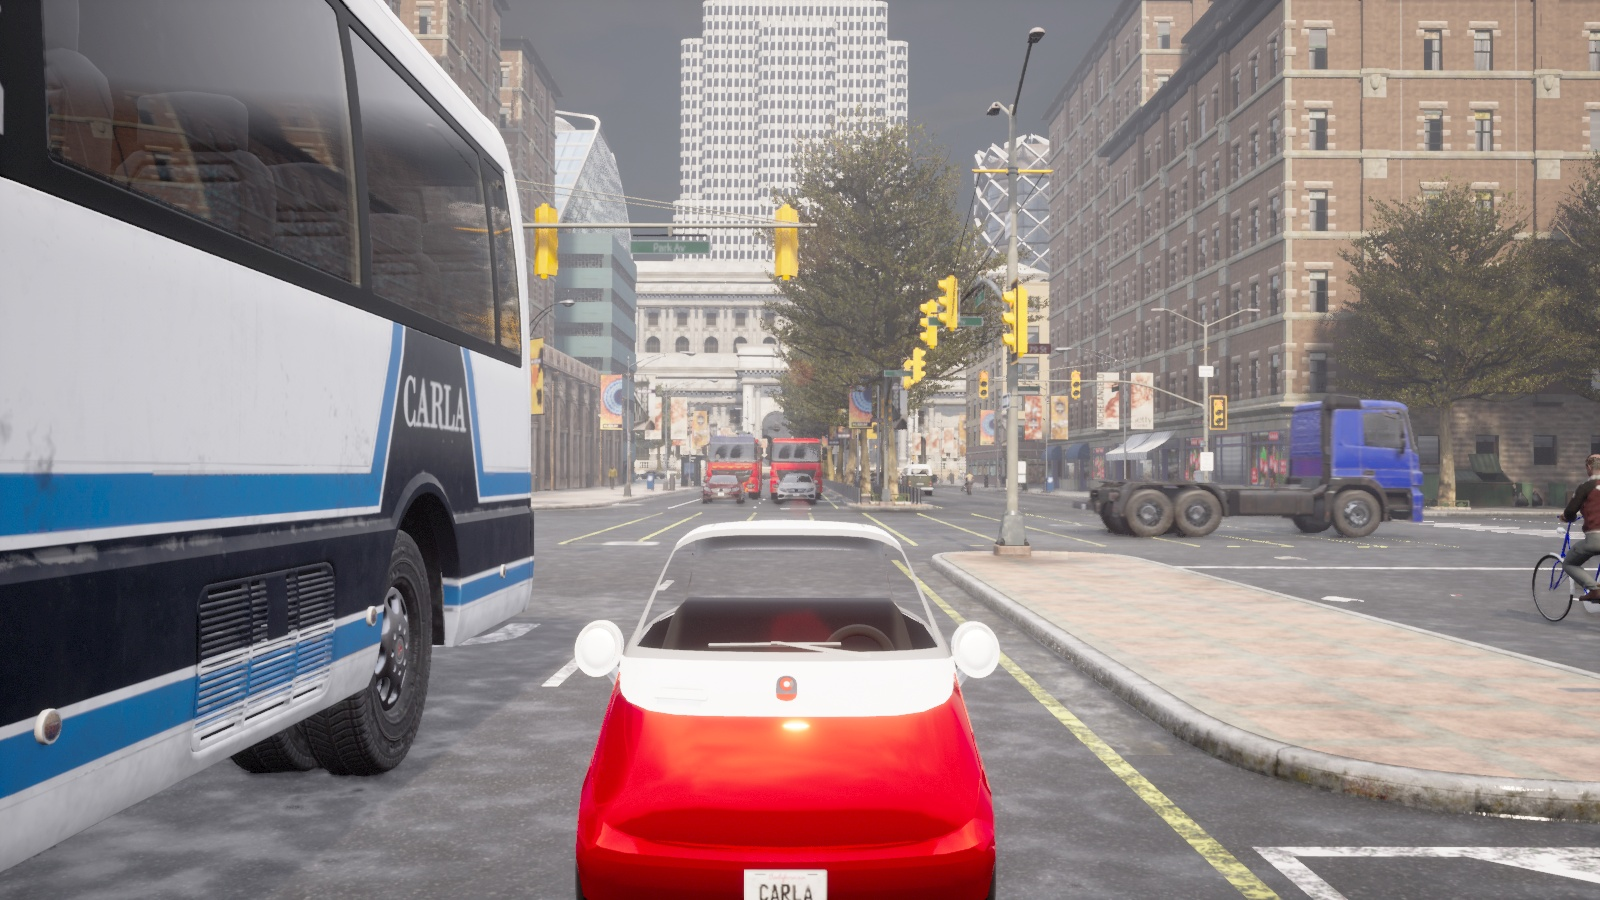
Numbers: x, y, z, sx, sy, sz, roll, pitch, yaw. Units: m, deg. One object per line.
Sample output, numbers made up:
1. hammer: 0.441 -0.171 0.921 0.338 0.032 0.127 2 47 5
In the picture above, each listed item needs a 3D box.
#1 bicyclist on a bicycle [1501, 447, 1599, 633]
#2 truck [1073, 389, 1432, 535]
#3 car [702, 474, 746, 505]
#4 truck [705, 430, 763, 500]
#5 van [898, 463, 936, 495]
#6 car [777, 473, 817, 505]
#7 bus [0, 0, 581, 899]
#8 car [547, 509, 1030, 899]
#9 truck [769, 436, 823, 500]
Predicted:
1. bicyclist on a bicycle: 7.942 0.866 12.700 0.659 1.776 1.843 0 -1 0
2. truck: 11.134 0.315 31.473 7.936 3.462 2.891 0 -1 0
3. car: -3.653 1.877 61.008 1.812 1.442 4.674 0 -1 1
4. truck: -3.707 0.879 72.521 2.891 3.827 8.468 0 -1 0
5. van: 7.770 1.905 83.497 2.069 2.038 4.480 0 -1 0
6. car: -0.118 1.859 60.803 1.812 1.442 4.674 0 -1 1
7. bus: -3.542 -0.482 3.917 3.944 4.253 10.273 0 -1 0
8. car: -0.039 0.953 4.966 1.481 1.376 2.207 0 -1 0
9. truck: -0.204 1.037 71.874 2.891 3.462 7.936 0 -1 0
